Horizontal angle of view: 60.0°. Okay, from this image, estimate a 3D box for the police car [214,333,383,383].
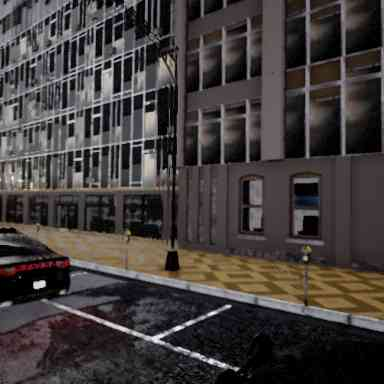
[{"bbox_3d":[2.578,1.543,1.750,5.238,1.638,1.930,-1,-3,29],"label":"police car"}]

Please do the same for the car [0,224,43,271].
[{"bbox_3d":[-7.710,1.982,12.611,4.313,1.339,1.947,-1,-3,38],"label":"car"}]

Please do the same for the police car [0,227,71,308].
[{"bbox_3d":[-5.106,1.704,8.318,5.238,1.638,1.930,-1,-3,38],"label":"police car"}]
